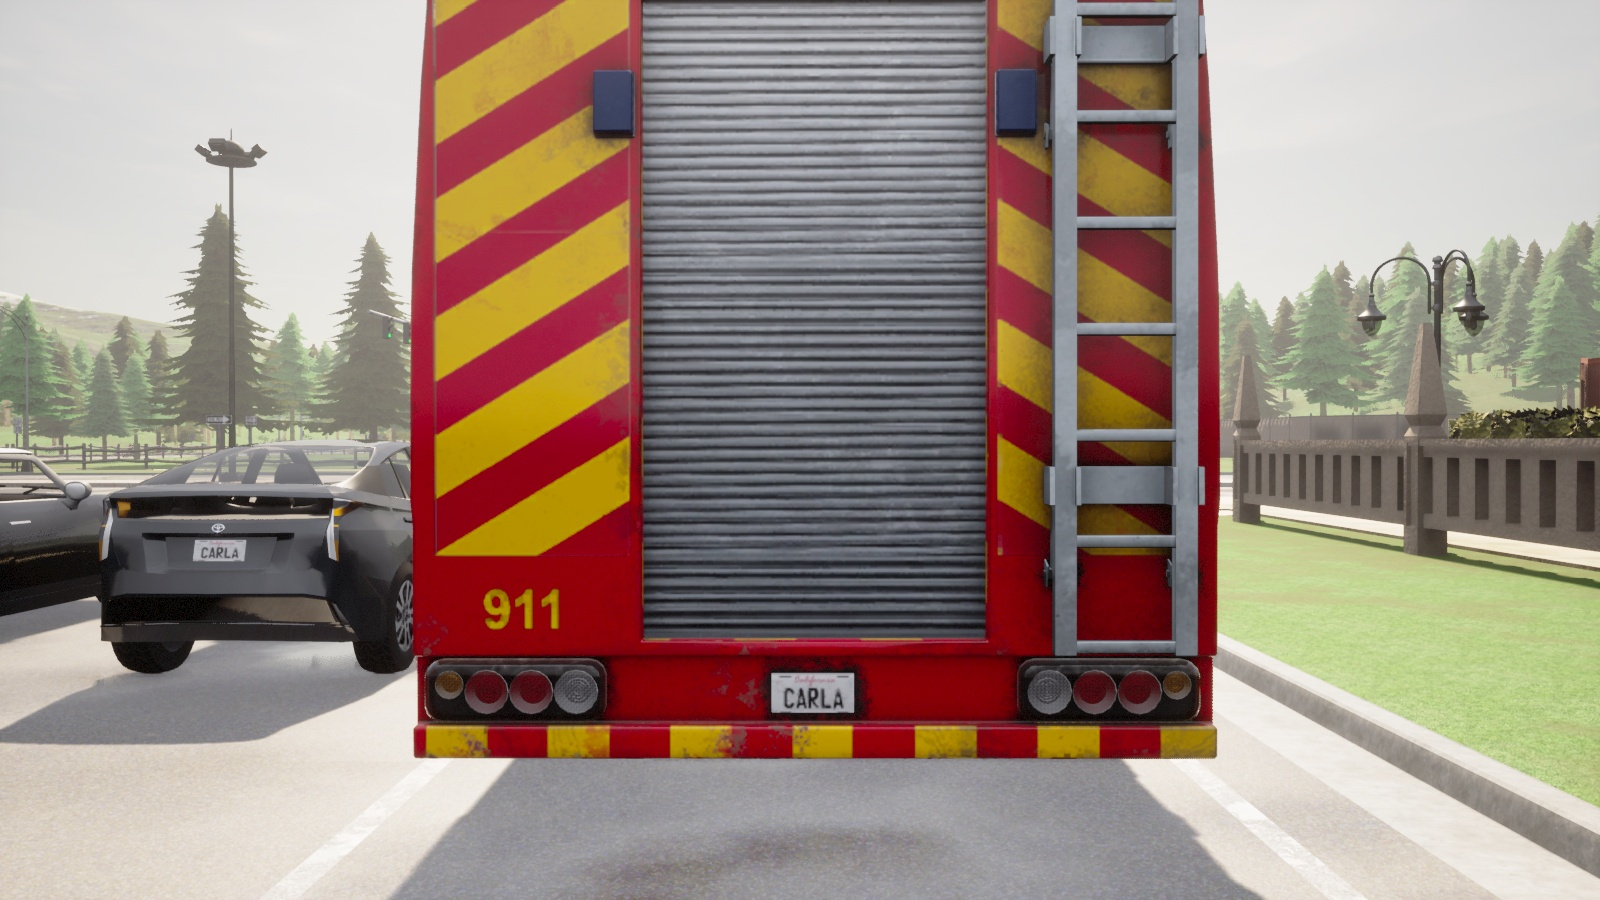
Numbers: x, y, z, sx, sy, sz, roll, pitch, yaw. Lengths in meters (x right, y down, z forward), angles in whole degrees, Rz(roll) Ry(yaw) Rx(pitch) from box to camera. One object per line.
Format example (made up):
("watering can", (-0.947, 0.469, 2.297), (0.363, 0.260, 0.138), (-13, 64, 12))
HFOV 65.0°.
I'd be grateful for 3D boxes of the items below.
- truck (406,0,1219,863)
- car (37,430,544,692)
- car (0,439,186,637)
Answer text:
("truck", (0.066, -0.467, 8.703), (2.891, 3.827, 8.468), (0, 0, 0))
("car", (-3.430, 0.636, 9.573), (2.007, 1.525, 4.514), (0, 0, 0))
("car", (-6.926, 0.649, 10.229), (1.970, 1.475, 3.806), (0, 0, 0))
